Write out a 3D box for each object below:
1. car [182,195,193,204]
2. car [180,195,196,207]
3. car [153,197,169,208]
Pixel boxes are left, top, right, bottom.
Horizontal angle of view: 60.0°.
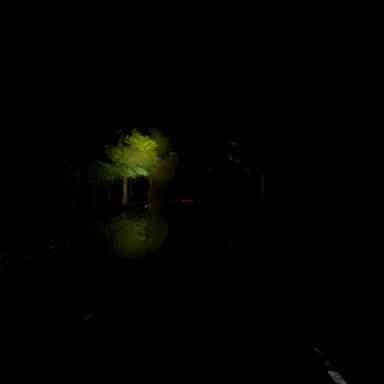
[{"bbox_3d":[-0.873,1.373,63.805,1.882,1.535,5.008,0,0,-1],"label":"car"},{"bbox_3d":[-0.593,1.341,46.283,1.837,1.490,4.892,0,0,-1],"label":"car"},{"bbox_3d":[-4.267,1.383,46.681,1.812,1.442,4.674,0,0,0],"label":"car"}]
